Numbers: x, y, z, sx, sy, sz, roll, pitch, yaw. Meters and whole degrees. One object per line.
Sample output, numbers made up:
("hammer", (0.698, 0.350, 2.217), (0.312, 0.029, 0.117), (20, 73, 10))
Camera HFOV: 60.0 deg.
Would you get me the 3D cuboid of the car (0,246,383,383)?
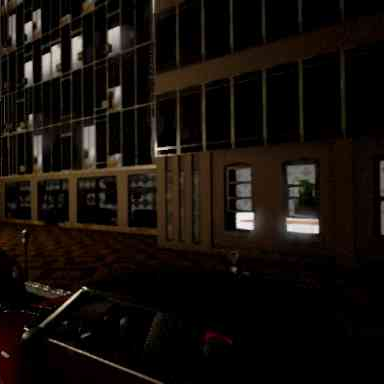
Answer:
("car", (-0.466, 1.462, 3.209), (4.097, 1.590, 1.967), (-1, -1, 36))
